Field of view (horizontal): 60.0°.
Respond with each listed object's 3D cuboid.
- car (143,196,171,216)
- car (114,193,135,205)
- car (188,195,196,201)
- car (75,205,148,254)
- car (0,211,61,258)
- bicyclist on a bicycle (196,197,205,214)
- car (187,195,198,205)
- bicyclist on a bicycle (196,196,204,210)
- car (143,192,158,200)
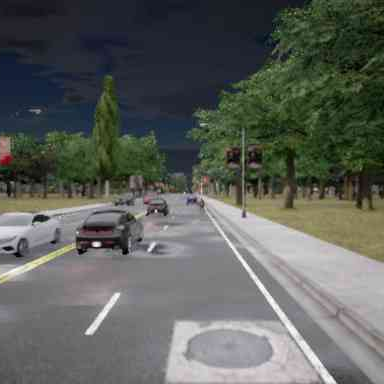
[{"bbox_3d":[-3.146,1.430,31.559,1.837,1.490,4.892,0,0,0],"label":"car"},{"bbox_3d":[-9.822,1.106,48.666,2.150,2.045,5.566,0,0,0],"label":"car"},{"bbox_3d":[0.008,1.348,74.989,1.812,1.442,4.674,0,0,0],"label":"car"},{"bbox_3d":[-3.148,1.472,13.387,1.837,1.490,4.892,0,0,0],"label":"car"},{"bbox_3d":[-6.598,1.495,12.815,1.812,1.442,4.674,0,0,0],"label":"car"},{"bbox_3d":[0.897,1.382,29.852,0.582,1.620,1.656,0,0,0],"label":"bicyclist on a bicycle"},{"bbox_3d":[0.076,1.341,57.458,1.882,1.535,5.008,0,0,0],"label":"car"},{"bbox_3d":[0.916,1.343,39.438,0.866,1.612,1.509,0,0,0],"label":"bicyclist on a bicycle"},{"bbox_3d":[-6.557,1.094,53.754,2.150,2.045,5.566,0,0,0],"label":"car"}]
